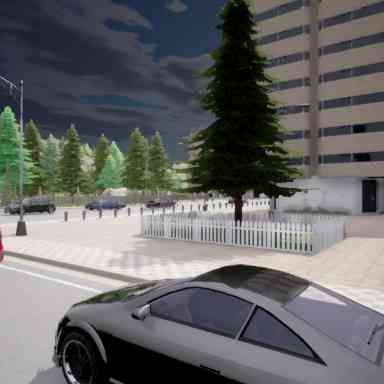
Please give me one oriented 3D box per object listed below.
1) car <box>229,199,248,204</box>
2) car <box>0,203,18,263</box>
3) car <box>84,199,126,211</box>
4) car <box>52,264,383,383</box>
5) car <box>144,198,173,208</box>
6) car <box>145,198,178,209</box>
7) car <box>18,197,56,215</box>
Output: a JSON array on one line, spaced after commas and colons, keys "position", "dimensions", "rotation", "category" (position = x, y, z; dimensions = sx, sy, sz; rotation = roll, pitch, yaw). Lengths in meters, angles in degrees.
[{"position": [8.765, 1.601, 62.380], "dimensions": [1.895, 1.301, 4.718], "rotation": [0, 0, 35], "category": "car"}, {"position": [-7.370, 1.221, 9.189], "dimensions": [5.566, 2.045, 2.150], "rotation": [0, 0, 36], "category": "car"}, {"position": [-10.675, 1.547, 41.422], "dimensions": [2.033, 1.411, 5.357], "rotation": [0, 0, 35], "category": "car"}, {"position": [0.322, 1.564, 3.761], "dimensions": [4.181, 1.385, 1.994], "rotation": [0, 0, 35], "category": "car"}, {"position": [-4.989, 1.564, 49.395], "dimensions": [1.994, 1.385, 4.181], "rotation": [0, 0, 36], "category": "car"}, {"position": [-3.897, 1.505, 44.570], "dimensions": [1.837, 1.490, 4.892], "rotation": [0, 0, 35], "category": "car"}, {"position": [-16.248, 1.352, 33.583], "dimensions": [2.097, 1.767, 4.553], "rotation": [0, 0, 35], "category": "car"}]
